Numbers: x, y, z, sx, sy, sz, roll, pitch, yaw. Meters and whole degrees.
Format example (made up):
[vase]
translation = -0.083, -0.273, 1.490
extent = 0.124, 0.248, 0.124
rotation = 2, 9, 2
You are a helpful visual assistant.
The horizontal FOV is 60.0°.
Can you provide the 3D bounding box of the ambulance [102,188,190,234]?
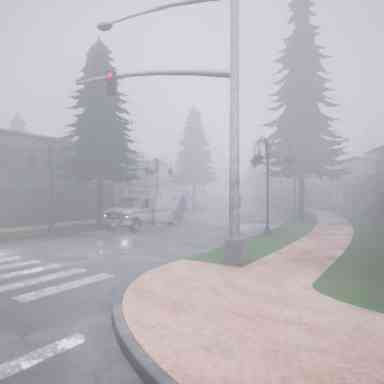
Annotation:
[ambulance]
translation = -2.569, 0.987, 20.044
extent = 2.351, 2.431, 6.366
rotation = 1, 0, 28
